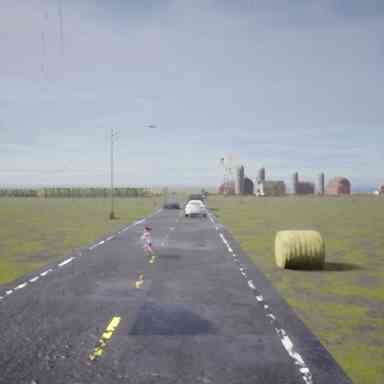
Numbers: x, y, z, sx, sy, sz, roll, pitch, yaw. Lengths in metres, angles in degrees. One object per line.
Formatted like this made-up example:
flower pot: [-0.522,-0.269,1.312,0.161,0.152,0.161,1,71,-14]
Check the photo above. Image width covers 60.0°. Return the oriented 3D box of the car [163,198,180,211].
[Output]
car: [-2.493,1.471,41.666,1.882,1.535,5.008,0,0,1]

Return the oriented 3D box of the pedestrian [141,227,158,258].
pedestrian: [-1.450,1.669,11.235,0.500,1.100,0.500,-1,1,1]

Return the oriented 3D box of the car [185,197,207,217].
car: [0.350,1.520,31.376,1.812,1.442,4.674,0,0,0]

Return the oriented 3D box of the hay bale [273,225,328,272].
hay bale: [3.213,1.653,10.002,1.220,1.180,1.240,1,1,0]

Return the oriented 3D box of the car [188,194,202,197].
car: [0.444,1.214,43.351,2.150,2.045,5.566,0,0,1]
